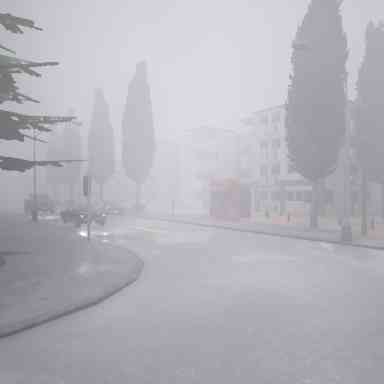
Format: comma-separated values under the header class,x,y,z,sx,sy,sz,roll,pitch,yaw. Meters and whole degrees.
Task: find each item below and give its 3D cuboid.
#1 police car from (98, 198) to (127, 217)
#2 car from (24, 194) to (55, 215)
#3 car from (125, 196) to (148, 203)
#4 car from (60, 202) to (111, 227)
class,x,y,z,sx,sy,sz,roll,pitch,yaw
police car,-7.977,1.509,30.570,2.038,1.542,4.974,0,0,-36
car,-15.893,1.223,34.567,2.150,2.045,5.566,0,0,-36
car,-12.949,1.673,77.825,4.974,1.542,2.038,0,0,-6
car,-7.561,1.601,22.977,1.895,1.301,4.718,0,0,-36
